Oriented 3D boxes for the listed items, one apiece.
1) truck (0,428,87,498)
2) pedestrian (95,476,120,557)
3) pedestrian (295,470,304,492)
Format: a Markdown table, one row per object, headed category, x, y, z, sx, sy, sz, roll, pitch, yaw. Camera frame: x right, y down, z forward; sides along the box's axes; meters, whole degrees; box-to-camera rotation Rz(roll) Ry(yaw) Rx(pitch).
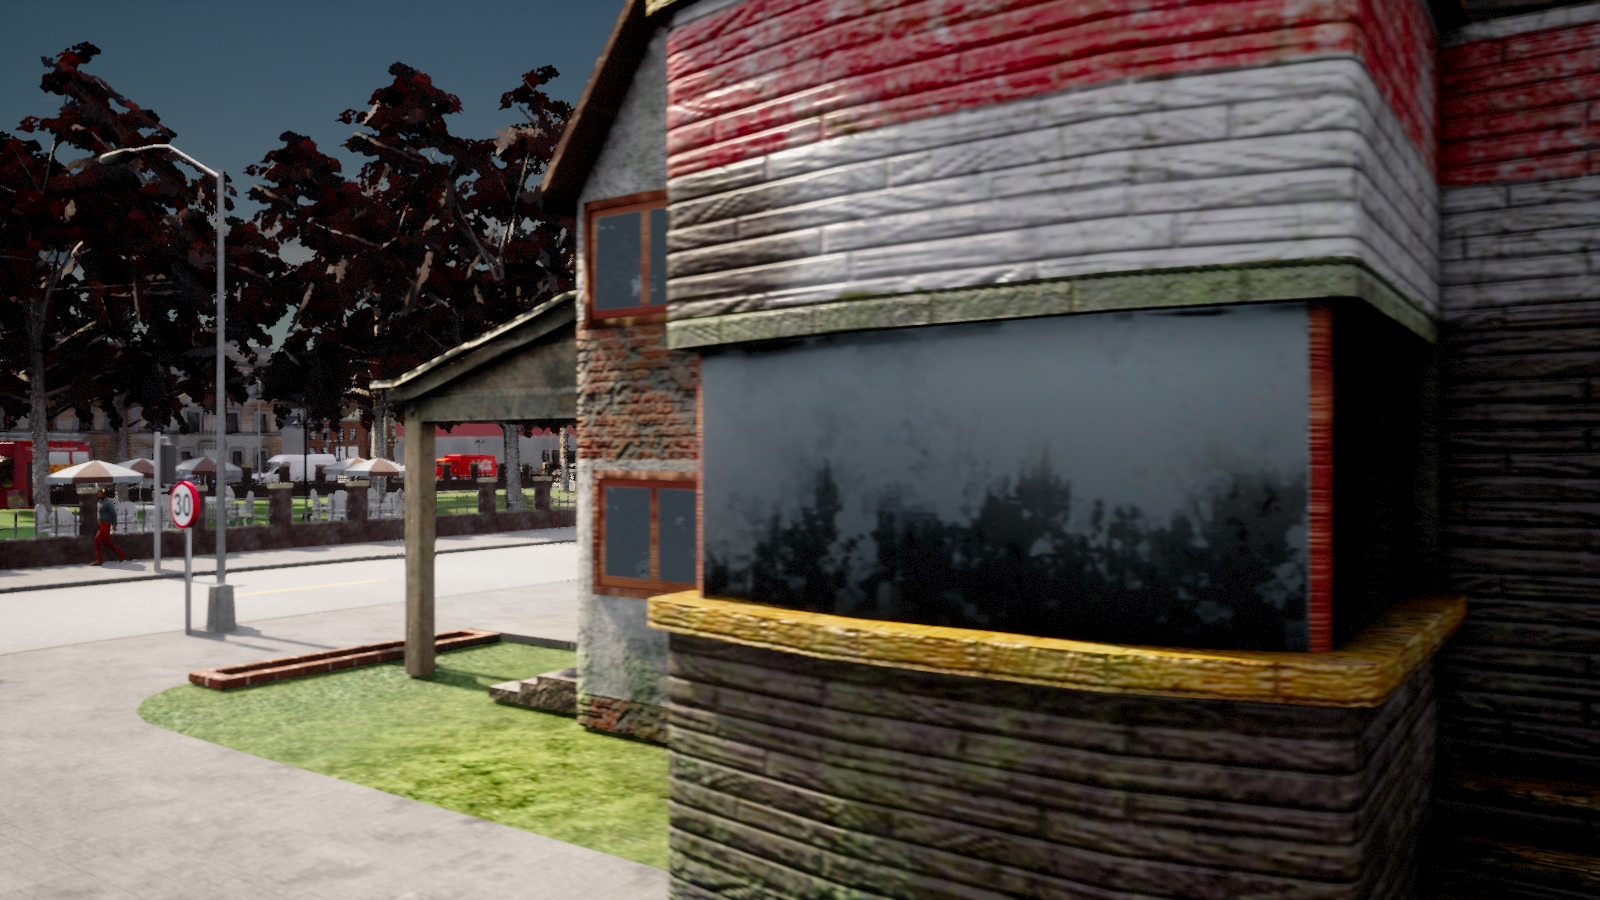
| category | x | y | z | sx | sy | sz | roll | pitch | yaw |
| --- | --- | --- | --- | --- | --- | --- | --- | --- | --- |
| truck | -44.880 | 0.723 | 63.474 | 2.891 | 3.827 | 8.468 | 0 | 0 | 35 |
| pedestrian | -16.136 | 1.538 | 26.625 | 0.375 | 1.860 | 0.375 | 0 | 0 | 36 |
| pedestrian | -30.140 | 1.852 | 68.833 | 0.375 | 1.300 | 0.375 | 0 | 0 | 35 |
